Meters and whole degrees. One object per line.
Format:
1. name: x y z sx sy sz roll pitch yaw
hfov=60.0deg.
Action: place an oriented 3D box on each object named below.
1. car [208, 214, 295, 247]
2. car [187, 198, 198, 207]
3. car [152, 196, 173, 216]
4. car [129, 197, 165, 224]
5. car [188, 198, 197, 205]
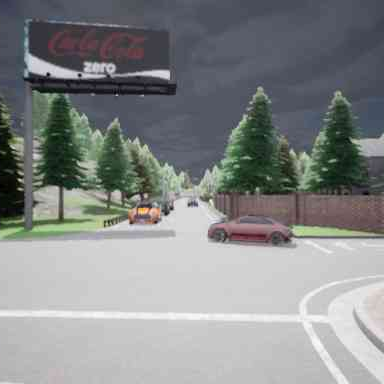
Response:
1. car: 2.908 1.802 16.440 4.181 1.385 1.994 1 1 22
2. car: 0.120 1.964 58.380 1.895 1.301 4.718 0 0 0
3. car: -3.585 1.444 35.766 2.150 2.045 5.566 0 0 0
4. car: -3.591 1.515 26.167 2.097 1.767 4.553 0 0 0
5. car: 0.130 1.931 68.438 1.837 1.490 4.892 0 0 0
